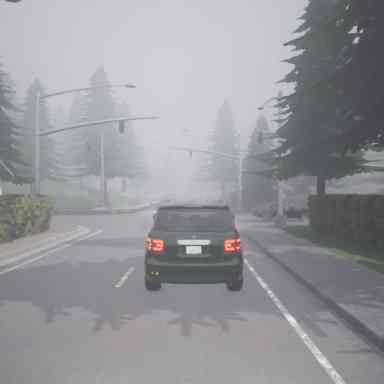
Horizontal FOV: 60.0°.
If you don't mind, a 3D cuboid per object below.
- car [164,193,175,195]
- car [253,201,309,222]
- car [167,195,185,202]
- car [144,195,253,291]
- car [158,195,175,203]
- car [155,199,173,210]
[{"bbox_3d":[-3.651,1.214,54.389,2.150,2.045,5.566,0,1,-1],"label":"car"},{"bbox_3d":[7.074,1.475,25.545,4.902,1.511,2.128,0,0,2],"label":"car"},{"bbox_3d":[-3.628,1.524,74.105,1.812,1.442,4.674,0,0,-35],"label":"car"},{"bbox_3d":[0.052,1.221,9.156,2.150,2.045,5.566,0,0,0],"label":"car"},{"bbox_3d":[-5.488,1.500,70.433,1.837,1.490,4.892,0,0,-28],"label":"car"},{"bbox_3d":[-3.649,1.601,43.987,1.895,1.301,4.718,0,0,0],"label":"car"}]
